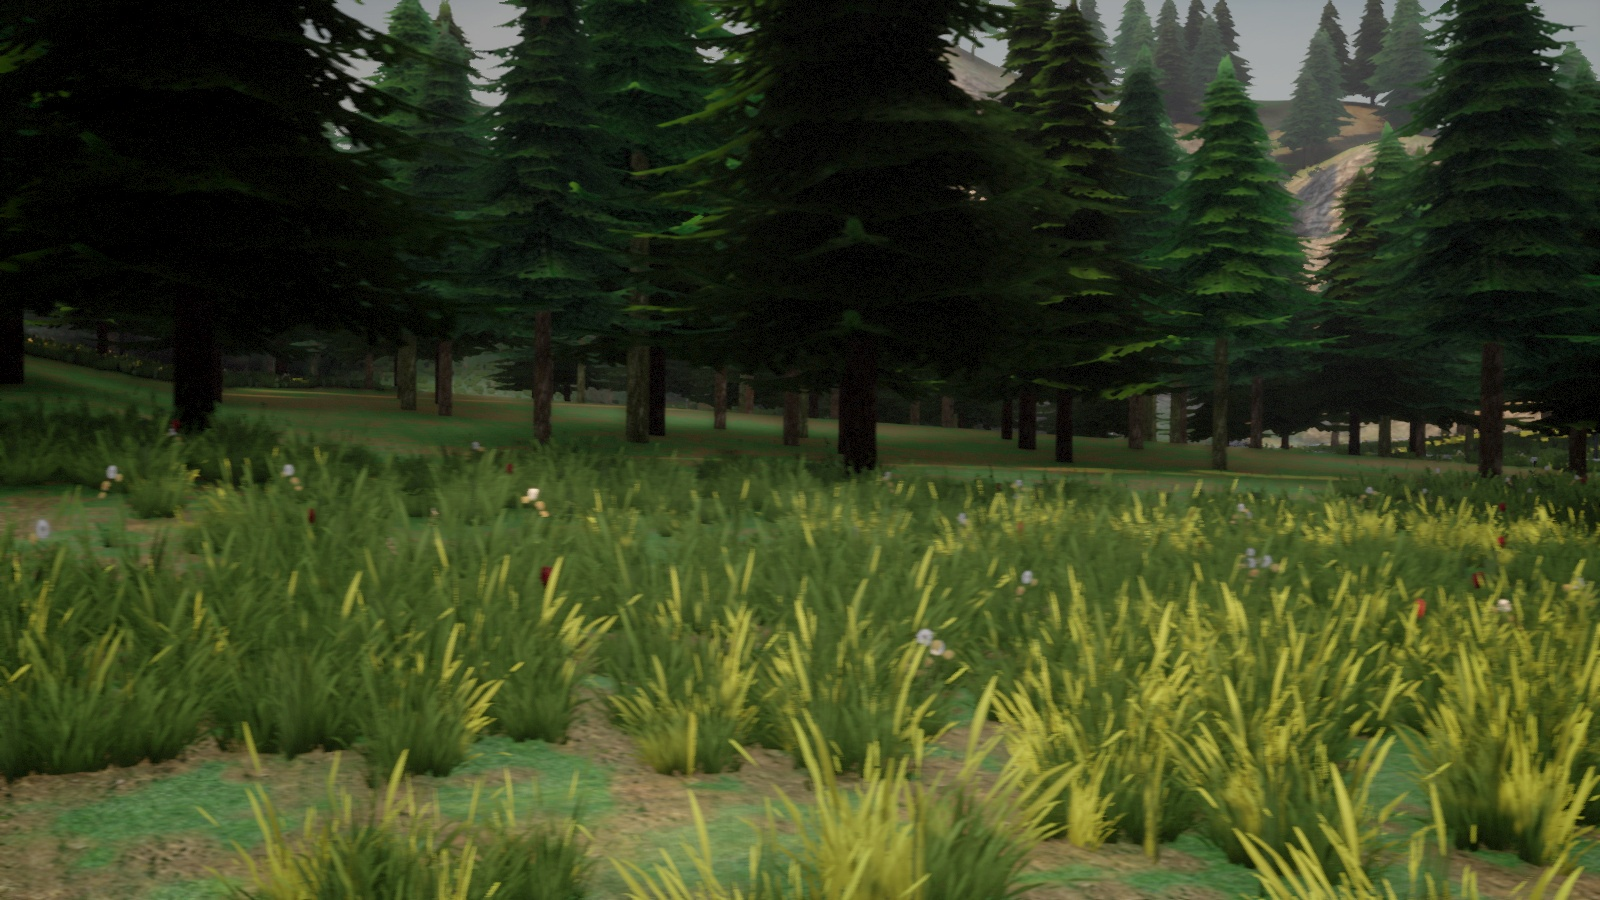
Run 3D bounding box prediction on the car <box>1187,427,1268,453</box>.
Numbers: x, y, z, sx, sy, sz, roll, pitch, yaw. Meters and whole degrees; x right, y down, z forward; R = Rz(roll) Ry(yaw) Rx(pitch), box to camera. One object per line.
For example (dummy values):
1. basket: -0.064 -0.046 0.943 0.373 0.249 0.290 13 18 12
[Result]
1. car: 26.479 -0.638 78.016 2.128 1.511 4.902 -1 1 -21
